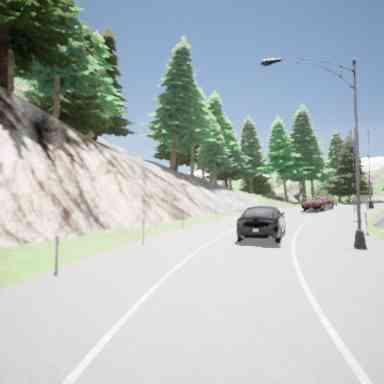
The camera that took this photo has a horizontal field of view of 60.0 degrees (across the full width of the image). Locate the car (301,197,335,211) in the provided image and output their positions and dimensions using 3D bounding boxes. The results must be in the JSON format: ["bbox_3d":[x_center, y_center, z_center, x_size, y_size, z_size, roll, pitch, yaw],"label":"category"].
[{"bbox_3d":[12.157,1.138,31.851,1.895,1.301,4.718,-3,-1,38],"label":"car"}]

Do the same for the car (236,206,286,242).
[{"bbox_3d":[3.431,1.397,16.069,1.882,1.535,5.008,-1,0,19],"label":"car"}]

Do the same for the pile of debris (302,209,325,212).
[{"bbox_3d":[11.433,1.748,31.317,1.500,0.140,1.860,-3,-1,38],"label":"pile of debris"}]
